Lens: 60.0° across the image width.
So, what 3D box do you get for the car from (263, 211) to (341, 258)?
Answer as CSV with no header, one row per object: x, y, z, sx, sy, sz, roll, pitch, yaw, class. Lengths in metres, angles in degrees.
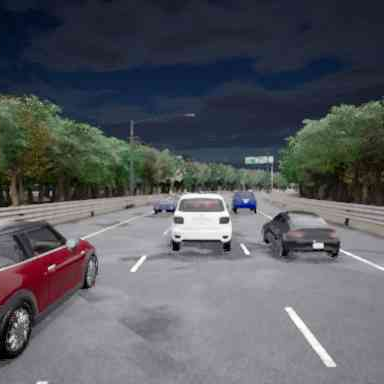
3.844,1.419,12.245,1.812,1.442,4.674,0,1,2,car

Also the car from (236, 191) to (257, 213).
5.044,0.935,32.476,2.150,2.045,5.566,0,1,5,car

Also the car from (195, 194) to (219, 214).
1.499,1.066,31.905,2.097,1.767,4.553,0,1,4,car

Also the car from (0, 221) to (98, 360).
-3.297,1.293,6.037,2.097,1.767,4.553,0,1,1,car

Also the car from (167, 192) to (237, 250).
0.391,1.097,13.792,2.150,2.045,5.566,0,1,2,car

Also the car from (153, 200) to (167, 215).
-2.162,1.327,30.186,1.895,1.301,4.718,0,1,4,car
